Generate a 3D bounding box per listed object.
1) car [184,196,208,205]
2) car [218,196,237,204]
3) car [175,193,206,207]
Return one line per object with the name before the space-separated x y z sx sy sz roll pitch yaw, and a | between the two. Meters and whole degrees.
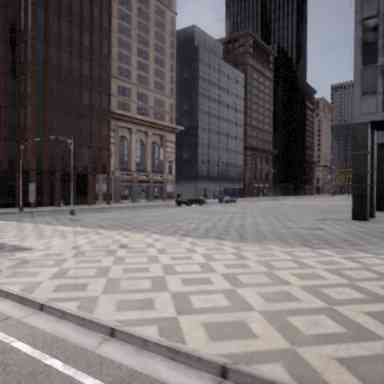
car | 0.744 1.455 58.787 1.812 1.442 4.674 1 1 35
car | 6.566 1.466 61.807 1.812 1.442 4.674 1 1 35
car | -0.349 1.214 52.000 2.150 2.045 5.566 1 1 36
